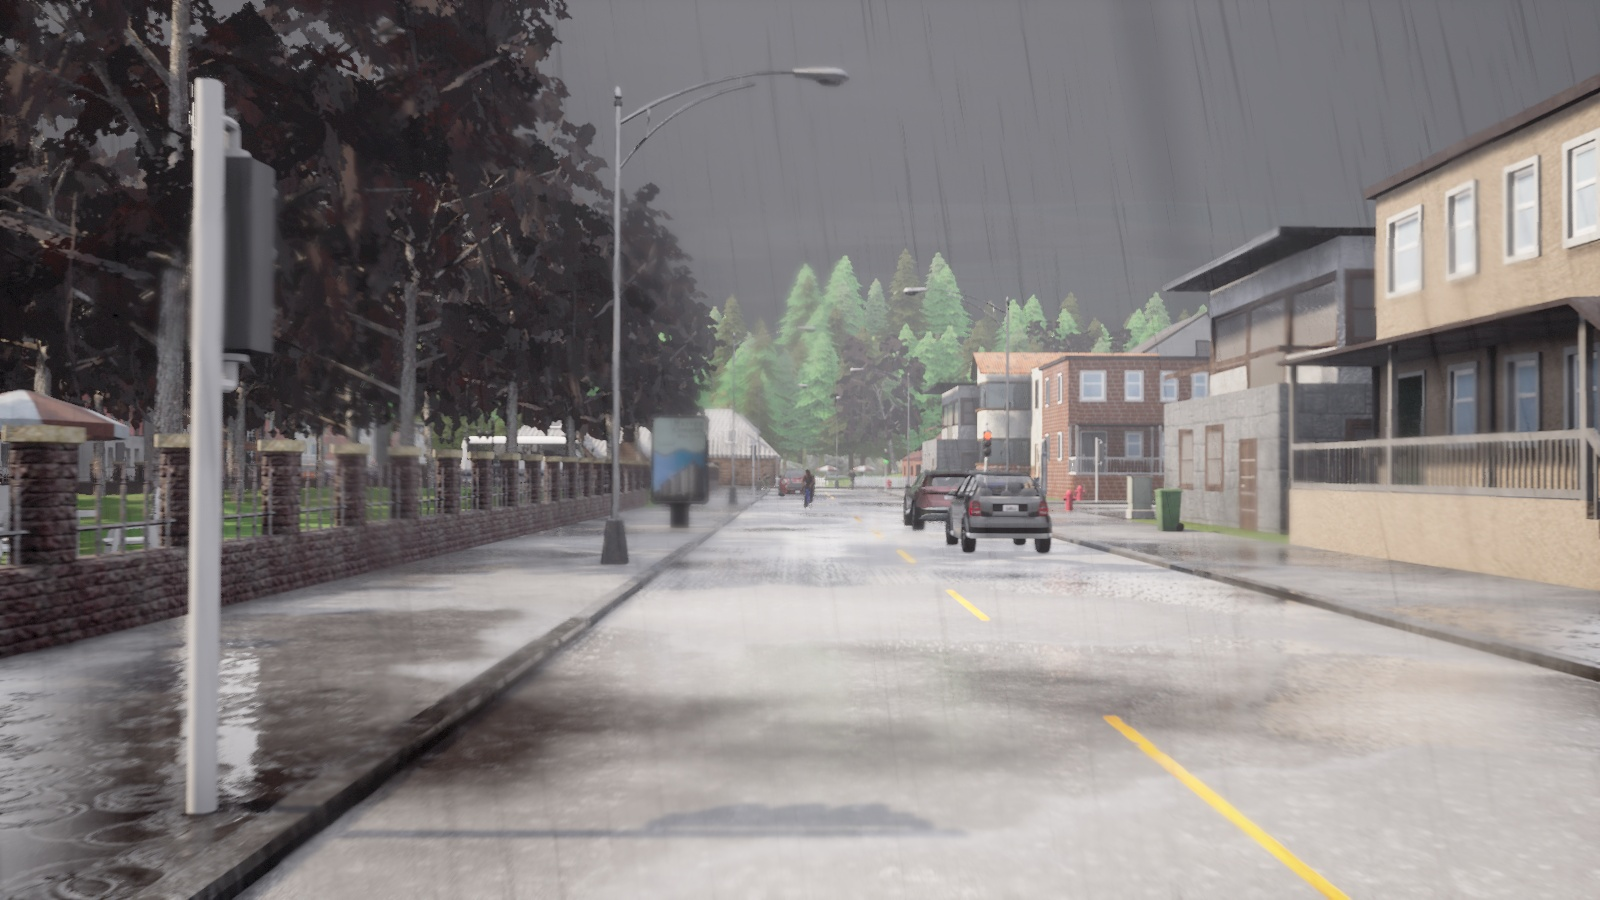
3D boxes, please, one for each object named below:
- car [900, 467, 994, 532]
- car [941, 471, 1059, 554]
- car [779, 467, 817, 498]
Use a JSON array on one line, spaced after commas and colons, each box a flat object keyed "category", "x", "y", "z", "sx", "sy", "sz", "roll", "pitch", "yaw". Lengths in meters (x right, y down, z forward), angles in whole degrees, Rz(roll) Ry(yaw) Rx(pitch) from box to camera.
[{"category": "car", "x": 3.953, "y": 1.307, "z": 34.548, "sx": 2.033, "sy": 1.649, "sz": 4.856, "roll": 0, "pitch": -1, "yaw": 0}, {"category": "car", "x": 3.968, "y": 1.204, "z": 25.490, "sx": 1.789, "sy": 1.549, "sz": 3.705, "roll": 0, "pitch": -1, "yaw": 0}, {"category": "car", "x": -0.177, "y": 1.946, "z": 76.182, "sx": 2.097, "sy": 1.767, "sz": 4.553, "roll": 0, "pitch": -1, "yaw": -3}]
